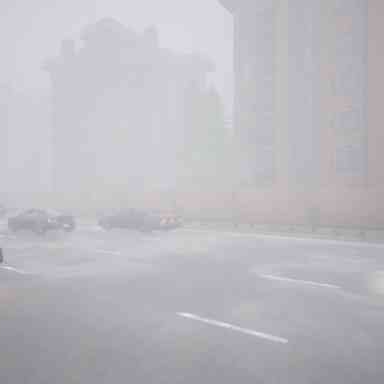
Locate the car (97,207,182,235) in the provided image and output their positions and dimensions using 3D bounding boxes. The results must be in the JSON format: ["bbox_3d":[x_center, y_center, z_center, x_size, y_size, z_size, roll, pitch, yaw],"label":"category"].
[{"bbox_3d":[-3.117,1.570,19.117,5.357,1.411,2.033,0,0,35],"label":"car"}]

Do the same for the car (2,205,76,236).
[{"bbox_3d":[-8.398,1.554,18.584,4.674,1.442,1.812,0,0,36],"label":"car"}]

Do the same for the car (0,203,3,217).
[{"bbox_3d":[-18.595,1.547,30.114,4.902,1.511,2.128,0,0,36],"label":"car"}]

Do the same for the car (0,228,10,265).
[{"bbox_3d":[-7.204,1.619,9.129,4.718,1.301,1.895,0,0,36],"label":"car"}]
